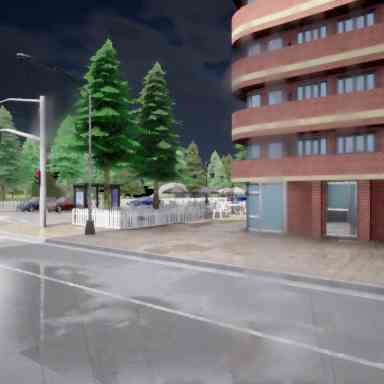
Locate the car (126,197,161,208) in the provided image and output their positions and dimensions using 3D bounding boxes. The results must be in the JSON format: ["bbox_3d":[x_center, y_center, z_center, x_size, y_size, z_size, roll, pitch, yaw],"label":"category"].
[{"bbox_3d":[-6.415,1.422,46.007,1.882,1.535,5.008,0,0,38],"label":"car"}]

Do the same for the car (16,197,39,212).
[{"bbox_3d":[-17.144,1.297,37.267,2.097,1.767,4.553,0,0,35],"label":"car"}]

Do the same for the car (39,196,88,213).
[{"bbox_3d":[-13.660,1.296,36.129,2.097,1.767,4.553,0,0,36],"label":"car"}]

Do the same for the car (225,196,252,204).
[{"bbox_3d":[8.805,1.468,63.200,4.892,1.490,1.837,0,0,-25],"label":"car"}]

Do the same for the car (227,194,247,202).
[{"bbox_3d":[9.007,1.171,59.351,5.566,2.045,2.150,0,0,-27],"label":"car"}]

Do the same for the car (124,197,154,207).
[{"bbox_3d":[-7.833,1.508,49.768,1.994,1.385,4.181,0,0,39],"label":"car"}]
